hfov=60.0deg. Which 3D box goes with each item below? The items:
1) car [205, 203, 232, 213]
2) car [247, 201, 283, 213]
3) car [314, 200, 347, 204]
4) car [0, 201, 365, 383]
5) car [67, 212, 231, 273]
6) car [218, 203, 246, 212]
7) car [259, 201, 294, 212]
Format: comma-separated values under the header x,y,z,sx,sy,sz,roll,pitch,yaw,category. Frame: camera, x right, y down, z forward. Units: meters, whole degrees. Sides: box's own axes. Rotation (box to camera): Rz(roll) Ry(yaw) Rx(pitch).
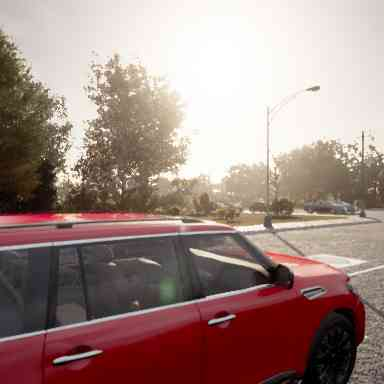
x,y,z,sx,sy,sz,roll,pitch,yaw,category
4.161,2.542,53.240,1.837,1.490,4.892,0,-3,-32,car
9.663,2.028,44.415,1.837,1.490,4.892,0,-3,-32,car
14.624,1.708,36.479,2.128,1.511,4.902,0,-1,-32,car
-0.466,1.222,3.424,5.566,2.045,2.150,0,0,-37,car
-1.322,1.551,11.621,5.357,1.411,2.033,0,0,-35,car
6.649,2.600,55.866,1.837,1.490,4.892,0,-3,-32,car
11.968,2.093,47.337,1.837,1.490,4.892,0,-3,-32,car
